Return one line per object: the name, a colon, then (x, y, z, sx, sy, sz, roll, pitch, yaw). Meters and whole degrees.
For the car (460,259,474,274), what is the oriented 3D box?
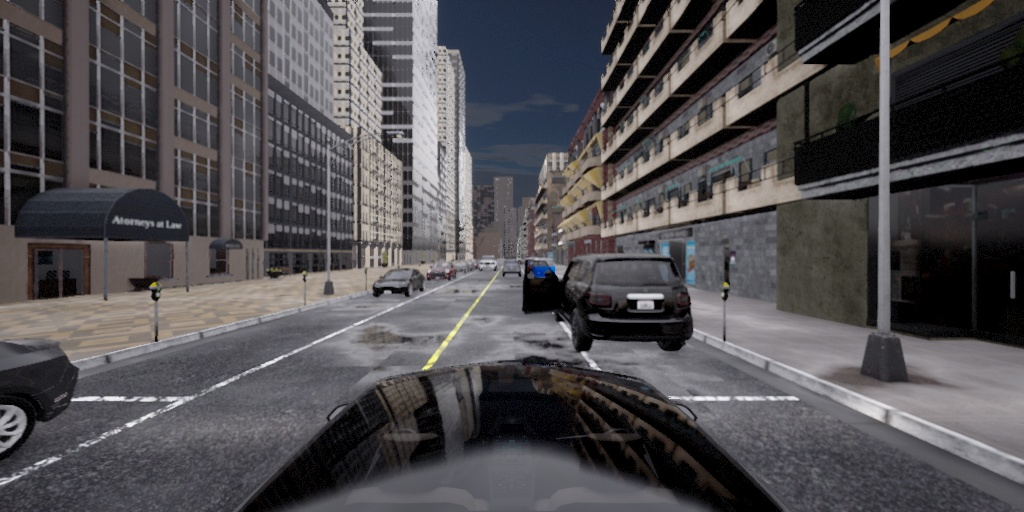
car: (-5.799, 1.272, 40.782, 2.007, 1.370, 4.403, 0, 0, 0)

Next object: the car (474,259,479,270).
car: (-5.814, 1.271, 46.305, 2.007, 1.370, 4.403, 0, 0, 0)

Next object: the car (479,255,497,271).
car: (-3.129, 0.933, 47.881, 2.150, 2.045, 5.566, 0, 0, 0)

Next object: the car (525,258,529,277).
car: (2.582, 1.268, 40.805, 1.888, 1.381, 4.507, 0, 0, 0)

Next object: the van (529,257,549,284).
van: (2.613, 1.066, 29.760, 1.690, 1.789, 3.998, 0, 0, 0)

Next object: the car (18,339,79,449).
car: (-5.692, 1.299, 2.123, 2.007, 1.370, 4.403, 0, 0, 0)

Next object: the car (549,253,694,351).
car: (2.374, 0.963, 9.073, 2.150, 2.045, 5.566, 0, 0, 0)

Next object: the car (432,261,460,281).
car: (-5.769, 1.165, 29.738, 1.967, 1.591, 4.097, 0, 0, 0)

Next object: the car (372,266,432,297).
car: (-5.738, 1.298, 18.691, 1.948, 1.339, 4.313, 0, 0, 0)

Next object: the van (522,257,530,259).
van: (2.567, 1.063, 46.327, 1.690, 1.789, 3.998, 0, 0, 0)

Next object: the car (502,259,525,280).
car: (-0.019, 1.271, 36.201, 2.033, 1.411, 5.357, 0, 0, 0)
